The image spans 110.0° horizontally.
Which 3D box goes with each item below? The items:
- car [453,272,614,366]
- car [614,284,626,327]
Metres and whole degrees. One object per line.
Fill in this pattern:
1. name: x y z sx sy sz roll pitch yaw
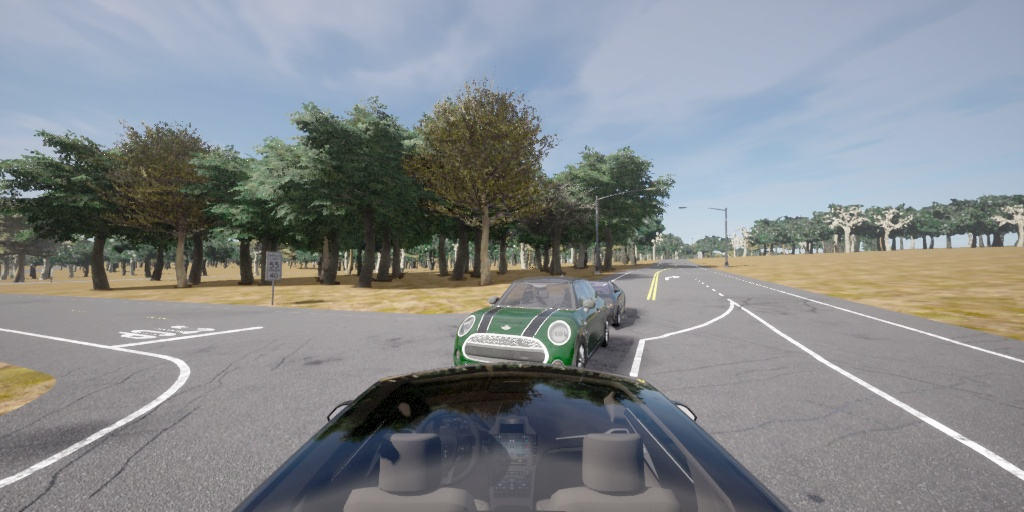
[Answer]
1. car: 0.690 1.222 7.402 2.097 1.767 4.553 -1 -2 22
2. car: 2.920 1.554 12.833 1.994 1.385 4.181 -2 0 22
